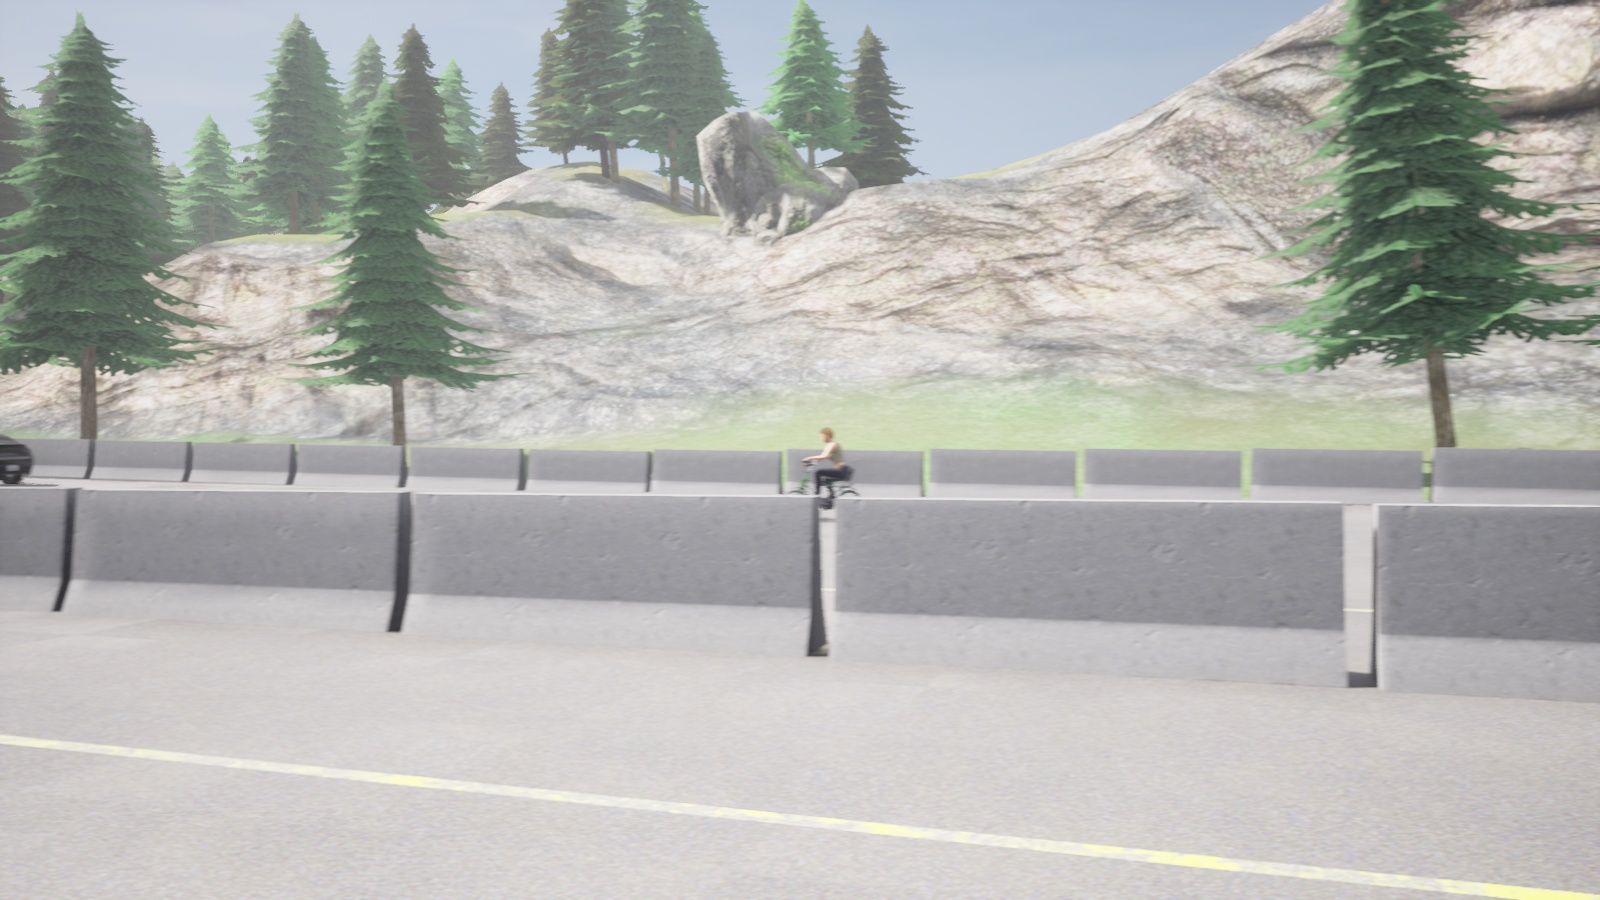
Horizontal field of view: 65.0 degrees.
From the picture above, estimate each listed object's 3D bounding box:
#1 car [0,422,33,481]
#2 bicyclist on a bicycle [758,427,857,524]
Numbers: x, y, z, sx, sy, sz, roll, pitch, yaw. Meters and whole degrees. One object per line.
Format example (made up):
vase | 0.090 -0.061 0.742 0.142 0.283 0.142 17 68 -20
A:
car | -22.837 -0.011 33.027 4.892 1.490 1.837 1 1 19
bicyclist on a bicycle | 0.138 0.410 21.612 1.509 1.612 0.866 1 1 18
